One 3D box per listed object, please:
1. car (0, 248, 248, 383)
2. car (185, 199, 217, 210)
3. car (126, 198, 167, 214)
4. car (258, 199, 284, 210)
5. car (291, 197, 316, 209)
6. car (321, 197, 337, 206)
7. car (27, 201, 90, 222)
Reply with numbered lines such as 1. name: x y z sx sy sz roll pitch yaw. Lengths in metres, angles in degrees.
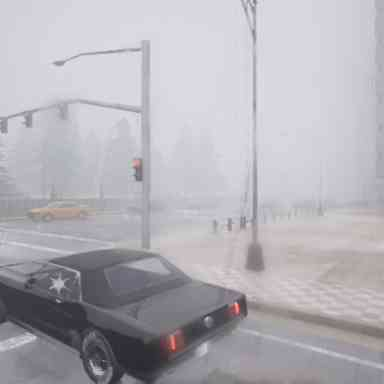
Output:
1. car: -1.608 1.607 5.381 4.718 1.301 1.895 0 0 38
2. car: 1.274 1.583 43.218 2.033 1.411 5.357 0 0 36
3. car: -4.701 1.387 34.865 2.097 1.767 4.553 0 0 36
4. car: 10.496 1.627 43.754 1.895 1.301 4.718 0 0 36
5. car: 14.671 1.623 43.575 1.895 1.301 4.718 0 0 36
6. car: 22.179 1.527 54.088 1.837 1.490 4.892 0 0 36
7. car: -10.562 1.512 26.664 1.882 1.535 5.008 0 0 36
